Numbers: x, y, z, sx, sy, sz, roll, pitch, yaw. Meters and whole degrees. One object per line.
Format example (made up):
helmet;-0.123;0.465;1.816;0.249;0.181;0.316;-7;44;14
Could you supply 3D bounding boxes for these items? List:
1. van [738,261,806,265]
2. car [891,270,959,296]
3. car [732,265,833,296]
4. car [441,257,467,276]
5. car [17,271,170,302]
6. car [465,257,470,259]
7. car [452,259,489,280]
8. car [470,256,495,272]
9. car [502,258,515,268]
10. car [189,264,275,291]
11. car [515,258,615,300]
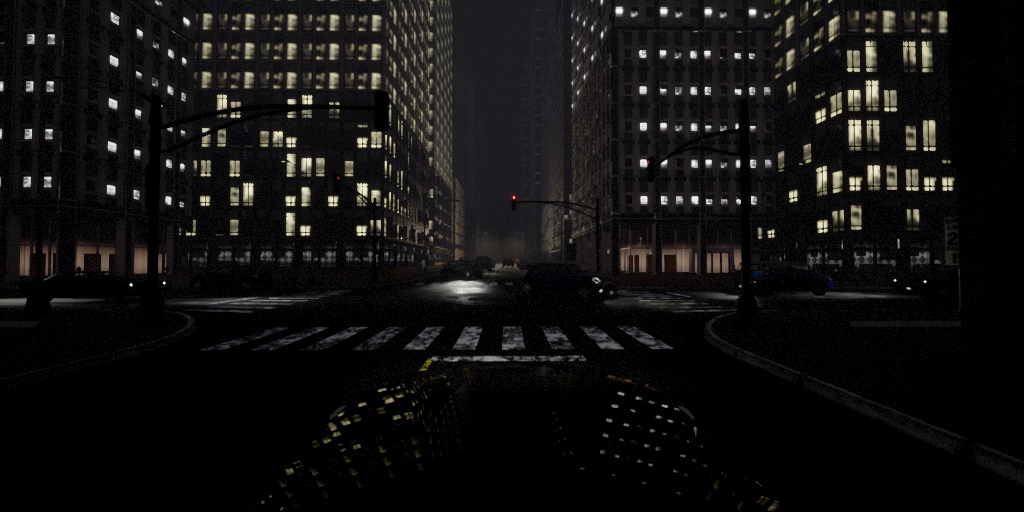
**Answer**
van;15.714;1.210;21.835;3.998;1.789;1.690;0;0;-1
car;23.566;1.435;19.343;4.718;1.301;1.895;0;-1;-1
car;14.522;1.342;19.239;4.674;1.442;1.812;0;-1;-2
car;-6.164;1.203;37.052;1.967;1.591;4.097;0;0;-1
car;-18.066;1.301;15.680;4.718;1.301;1.895;0;-1;-1
car;-6.314;1.082;48.202;2.192;1.841;5.009;0;0;-1
car;-3.555;1.253;31.640;2.128;1.511;4.902;0;0;1
car;-3.690;0.985;45.624;2.150;2.045;5.566;0;0;-1
car;-0.732;1.126;64.000;2.097;1.767;4.553;0;0;-1
car;-16.757;1.255;21.472;4.097;1.591;1.967;0;0;-1
car;2.743;1.109;17.835;4.553;1.767;2.097;0;0;36
